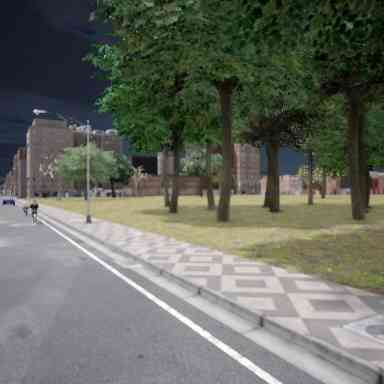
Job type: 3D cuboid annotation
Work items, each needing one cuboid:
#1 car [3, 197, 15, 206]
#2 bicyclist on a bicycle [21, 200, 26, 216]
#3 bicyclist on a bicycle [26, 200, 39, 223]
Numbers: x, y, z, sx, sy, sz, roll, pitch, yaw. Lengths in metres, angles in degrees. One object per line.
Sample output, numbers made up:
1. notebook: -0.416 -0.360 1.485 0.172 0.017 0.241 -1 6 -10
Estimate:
1. car: -34.128 1.715 62.046 1.882 1.535 5.008 0 0 -30
2. bicyclist on a bicycle: -16.210 1.530 32.459 0.866 1.612 1.509 0 0 -30
3. bicyclist on a bicycle: -11.534 1.431 24.291 0.659 1.776 1.843 0 0 -30
